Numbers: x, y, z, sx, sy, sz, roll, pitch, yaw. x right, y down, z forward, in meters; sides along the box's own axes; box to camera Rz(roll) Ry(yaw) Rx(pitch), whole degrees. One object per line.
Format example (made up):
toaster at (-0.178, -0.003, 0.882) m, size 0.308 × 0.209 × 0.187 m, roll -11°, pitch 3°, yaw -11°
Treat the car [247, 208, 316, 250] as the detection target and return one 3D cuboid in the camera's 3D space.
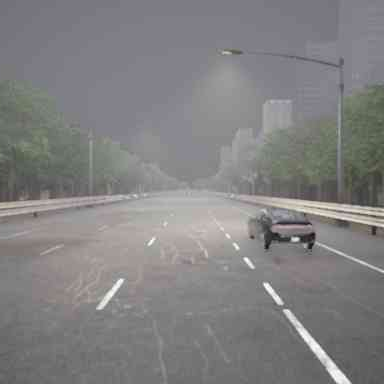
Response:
car at (3.517, 1.399, 13.779) m, size 2.128 × 1.511 × 4.902 m, roll 0°, pitch 0°, yaw 0°
